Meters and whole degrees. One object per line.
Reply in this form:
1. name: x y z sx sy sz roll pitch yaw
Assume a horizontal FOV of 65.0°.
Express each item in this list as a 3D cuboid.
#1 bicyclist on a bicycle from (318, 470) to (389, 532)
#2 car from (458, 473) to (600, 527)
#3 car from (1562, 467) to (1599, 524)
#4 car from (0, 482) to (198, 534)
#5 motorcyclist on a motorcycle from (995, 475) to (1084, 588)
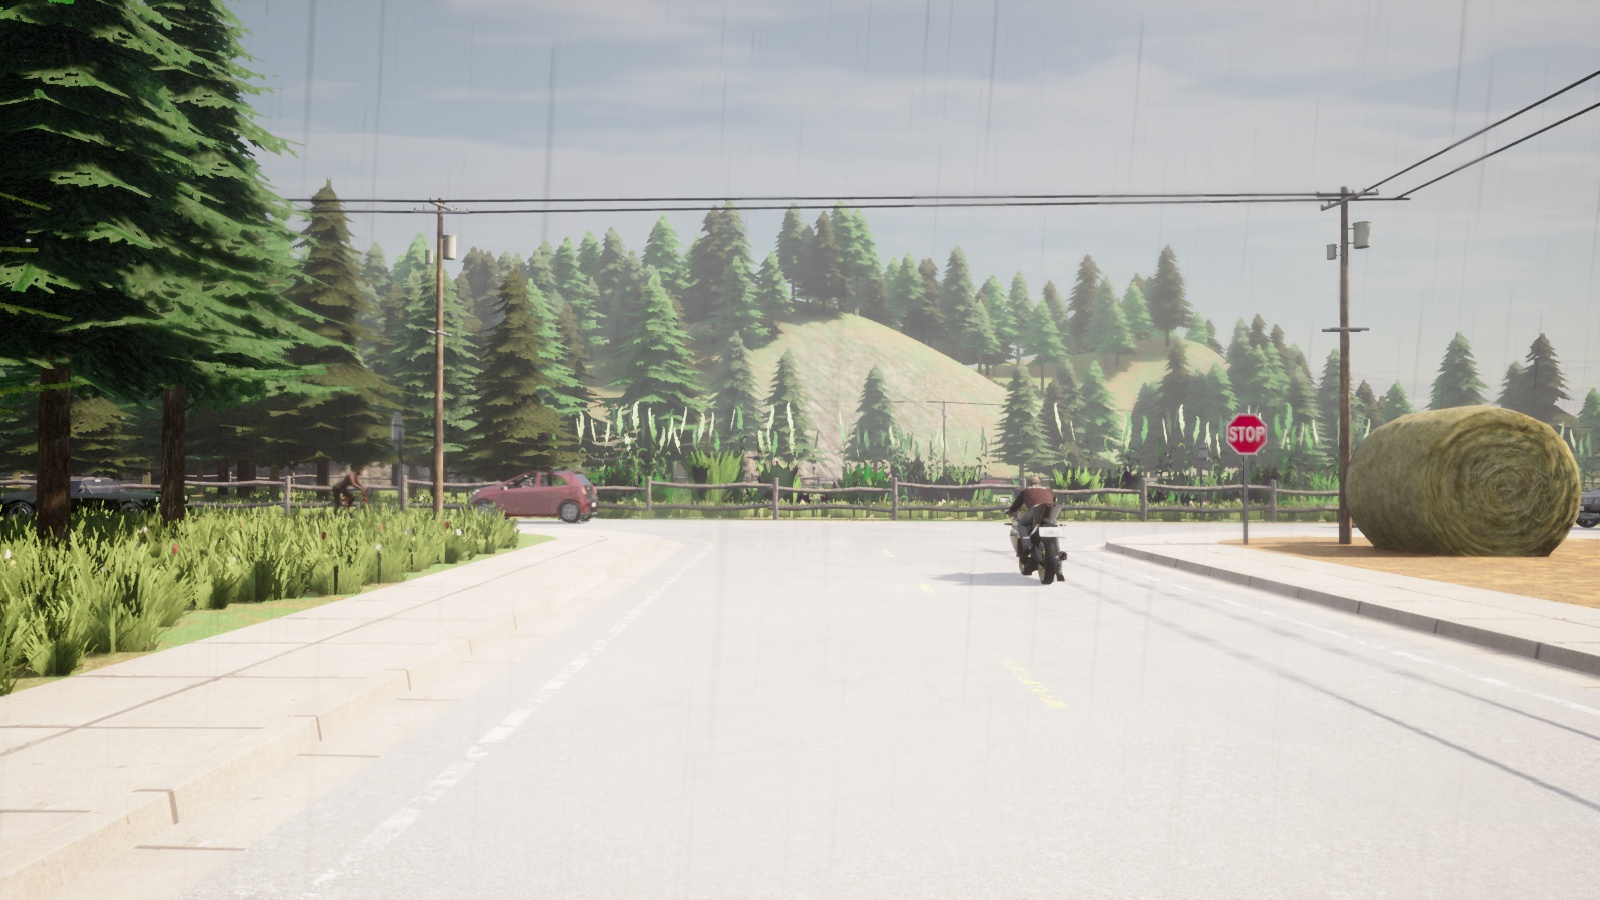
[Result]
1. bicyclist on a bicycle: -11.723 1.332 32.986 1.656 1.620 0.582 0 -1 3
2. car: -7.803 1.433 36.302 3.633 1.501 1.845 0 -1 4
3. car: 23.568 1.248 34.871 3.705 1.549 1.789 0 -1 3
4. car: -18.776 1.513 33.294 4.718 1.301 1.895 0 -1 2
5. motorcyclist on a motorcycle: 3.450 1.143 18.311 0.866 1.530 2.191 0 -1 0
